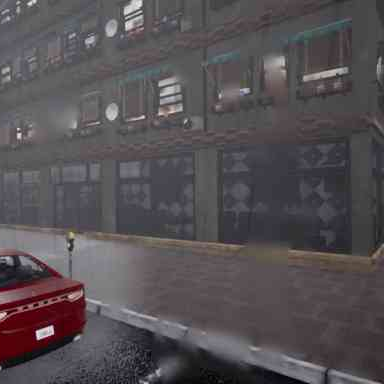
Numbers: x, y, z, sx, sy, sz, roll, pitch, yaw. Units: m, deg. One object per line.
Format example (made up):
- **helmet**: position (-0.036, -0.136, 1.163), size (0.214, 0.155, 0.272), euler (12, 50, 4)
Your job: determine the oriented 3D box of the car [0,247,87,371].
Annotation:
- **car**: position (-3.569, 1.546, 5.274), size (4.507, 1.381, 1.887), euler (0, -1, 35)
